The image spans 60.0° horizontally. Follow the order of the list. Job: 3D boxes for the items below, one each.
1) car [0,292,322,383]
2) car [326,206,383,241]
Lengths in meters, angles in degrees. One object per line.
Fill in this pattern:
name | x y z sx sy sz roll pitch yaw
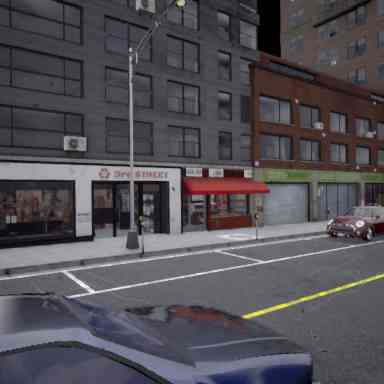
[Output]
car | -1.384 1.547 2.330 5.357 1.411 2.033 0 0 -35
car | 8.456 1.435 16.440 4.097 1.590 1.967 0 -1 -35
